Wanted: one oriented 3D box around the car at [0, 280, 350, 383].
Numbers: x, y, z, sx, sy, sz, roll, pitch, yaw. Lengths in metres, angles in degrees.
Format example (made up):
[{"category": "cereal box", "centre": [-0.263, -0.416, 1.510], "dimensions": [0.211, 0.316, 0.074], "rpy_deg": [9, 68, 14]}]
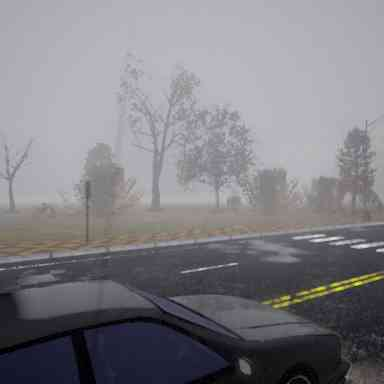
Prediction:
[{"category": "car", "centre": [-0.953, 1.547, 2.727], "dimensions": [5.357, 1.411, 2.033], "rpy_deg": [0, 0, -35]}]
